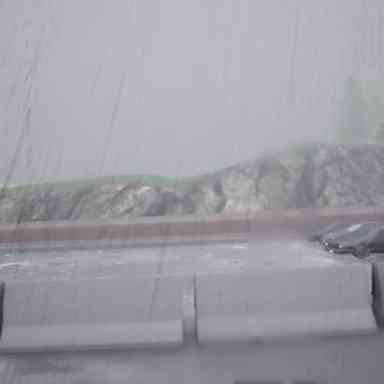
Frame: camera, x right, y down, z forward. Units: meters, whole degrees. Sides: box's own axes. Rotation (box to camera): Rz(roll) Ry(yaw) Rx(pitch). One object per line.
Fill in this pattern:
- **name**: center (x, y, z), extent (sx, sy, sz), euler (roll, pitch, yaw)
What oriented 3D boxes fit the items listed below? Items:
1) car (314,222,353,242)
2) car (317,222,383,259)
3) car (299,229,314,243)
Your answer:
- **car**: center (9.977, 2.498, 19.471), extent (4.674, 1.442, 1.812), euler (-2, -4, -5)
- **car**: center (9.200, 2.298, 15.883), extent (5.357, 1.411, 2.033), euler (-2, -4, -4)
- **car**: center (10.243, 2.757, 22.955), extent (5.357, 1.411, 2.033), euler (-2, -4, -5)
